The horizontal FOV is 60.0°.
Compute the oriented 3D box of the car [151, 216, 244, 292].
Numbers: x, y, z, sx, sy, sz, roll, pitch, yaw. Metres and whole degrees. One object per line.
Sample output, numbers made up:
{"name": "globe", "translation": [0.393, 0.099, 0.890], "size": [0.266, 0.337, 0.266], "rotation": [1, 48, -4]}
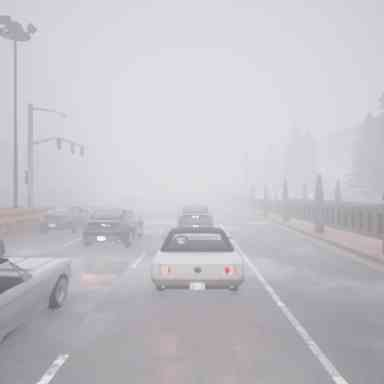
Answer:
{"name": "car", "translation": [0.130, 1.566, 8.805], "size": [1.895, 1.301, 4.718], "rotation": [0, 0, 1]}

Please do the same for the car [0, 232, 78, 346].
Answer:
{"name": "car", "translation": [-3.386, 1.586, 4.801], "size": [1.895, 1.301, 4.718], "rotation": [0, 0, 0]}

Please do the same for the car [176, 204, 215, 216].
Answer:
{"name": "car", "translation": [0.184, 1.423, 18.464], "size": [1.837, 1.490, 4.892], "rotation": [0, 1, 0]}

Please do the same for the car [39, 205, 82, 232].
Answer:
{"name": "car", "translation": [-6.891, 1.442, 18.557], "size": [1.812, 1.442, 4.674], "rotation": [0, 0, -2]}

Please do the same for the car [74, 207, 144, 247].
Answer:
{"name": "car", "translation": [-3.338, 1.442, 14.714], "size": [1.837, 1.490, 4.892], "rotation": [0, 1, 0]}
